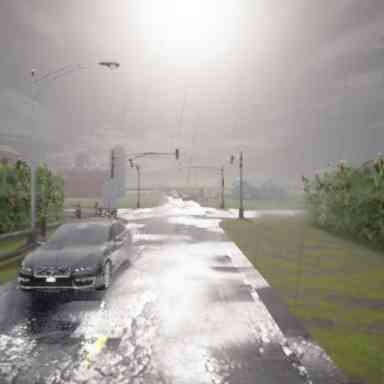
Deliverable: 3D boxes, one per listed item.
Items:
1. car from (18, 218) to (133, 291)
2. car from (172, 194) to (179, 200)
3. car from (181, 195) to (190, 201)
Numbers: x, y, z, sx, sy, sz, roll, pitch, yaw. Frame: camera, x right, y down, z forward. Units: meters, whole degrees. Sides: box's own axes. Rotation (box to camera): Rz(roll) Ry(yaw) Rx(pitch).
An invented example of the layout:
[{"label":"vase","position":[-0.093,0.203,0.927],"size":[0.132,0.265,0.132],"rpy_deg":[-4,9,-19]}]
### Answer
[{"label":"car","position":[-2.839,1.522,9.142],"size":[1.837,1.490,4.892],"rpy_deg":[0,0,0]},{"label":"car","position":[-4.592,1.418,94.086],"size":[1.812,1.442,4.674],"rpy_deg":[0,0,-3]},{"label":"car","position":[-1.611,1.850,90.080],"size":[1.895,1.301,4.718],"rpy_deg":[0,0,-3]}]
